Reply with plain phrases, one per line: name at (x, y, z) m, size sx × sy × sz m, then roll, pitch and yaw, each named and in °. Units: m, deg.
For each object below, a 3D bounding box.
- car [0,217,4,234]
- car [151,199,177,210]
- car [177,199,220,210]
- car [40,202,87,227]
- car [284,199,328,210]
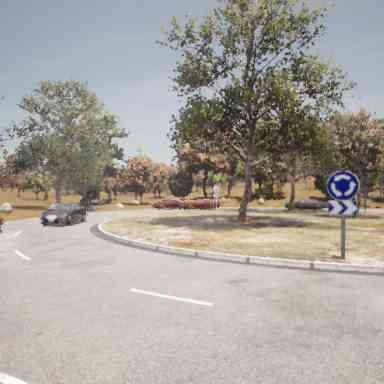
car at (-10.498, 1.602, 16.062) m, size 1.895 × 1.301 × 4.718 m, roll 0°, pitch 0°, yaw -21°
car at (-2.734, 1.536, 42.002) m, size 4.718 × 1.301 × 1.895 m, roll -1°, pitch 0°, yaw -32°
car at (0.976, 1.511, 40.479) m, size 4.718 × 1.301 × 1.895 m, roll -1°, pitch 0°, yaw -24°
car at (-8.791, 1.489, 23.100) m, size 2.128 × 1.511 × 4.902 m, roll 0°, pitch 0°, yaw -1°
car at (14.341, 1.543, 41.637) m, size 5.357 × 1.411 × 2.033 m, roll 1°, pitch 0°, yaw 16°
